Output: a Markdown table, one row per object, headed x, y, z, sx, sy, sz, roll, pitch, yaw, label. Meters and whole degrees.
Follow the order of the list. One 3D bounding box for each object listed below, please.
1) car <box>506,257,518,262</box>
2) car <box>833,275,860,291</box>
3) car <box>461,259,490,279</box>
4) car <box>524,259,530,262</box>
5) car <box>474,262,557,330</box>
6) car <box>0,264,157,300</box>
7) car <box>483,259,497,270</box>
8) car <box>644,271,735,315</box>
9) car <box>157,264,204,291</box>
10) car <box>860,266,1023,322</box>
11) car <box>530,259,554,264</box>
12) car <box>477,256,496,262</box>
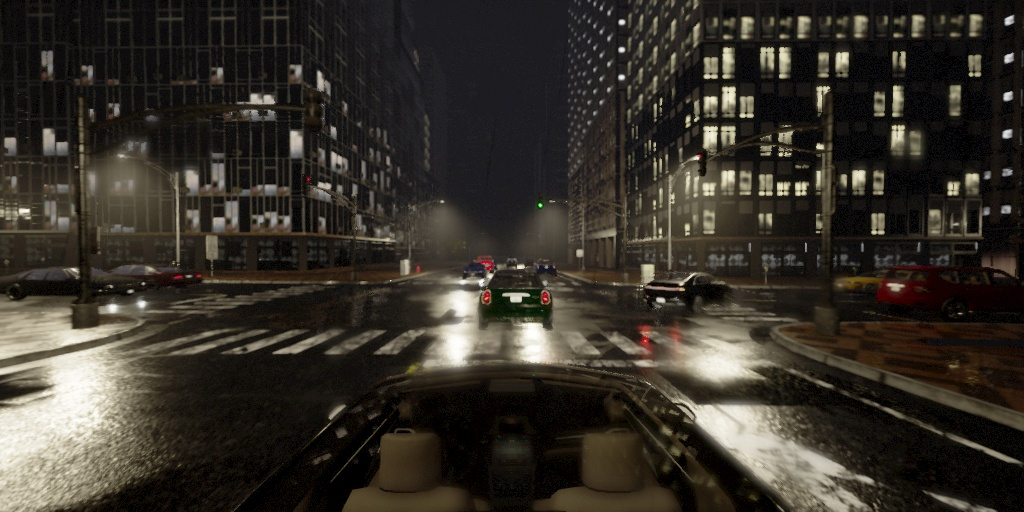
| x | y | z | sx | sy | sz | roll | pitch | yaw | label |
| --- | --- | --- | --- | --- | --- | --- | --- | --- | --- |
| -0.004 | 1.338 | 63.235 | 2.033 | 1.411 | 5.357 | 0 | 0 | 0 | car |
| 21.802 | 1.437 | 21.154 | 4.829 | 1.417 | 1.751 | 0 | 0 | 1 | car |
| -3.349 | 1.304 | 32.880 | 1.812 | 1.442 | 4.674 | 0 | 0 | 0 | car |
| 3.253 | 1.316 | 64.453 | 1.812 | 1.442 | 4.674 | 0 | 0 | 0 | car |
| 0.109 | 1.192 | 11.706 | 2.097 | 1.767 | 4.553 | 1 | 0 | 0 | car |
| -19.709 | 1.173 | 16.027 | 5.357 | 1.411 | 2.033 | 0 | 1 | 0 | car |
| -3.254 | 1.265 | 53.576 | 1.882 | 1.535 | 5.008 | 0 | 0 | 0 | car |
| 7.231 | 1.375 | 14.506 | 4.902 | 1.511 | 2.128 | 0 | 0 | -40 | car |
| -19.869 | 1.123 | 19.306 | 5.357 | 1.411 | 2.033 | 1 | 1 | 0 | car |
| 16.192 | 1.297 | 12.868 | 5.009 | 1.841 | 2.192 | 0 | 0 | 1 | car |
| 3.348 | 1.132 | 37.180 | 2.097 | 1.767 | 4.553 | 0 | 0 | 0 | car |
| -3.333 | 1.005 | 43.104 | 2.150 | 2.045 | 5.566 | 0 | 0 | 0 | car |
